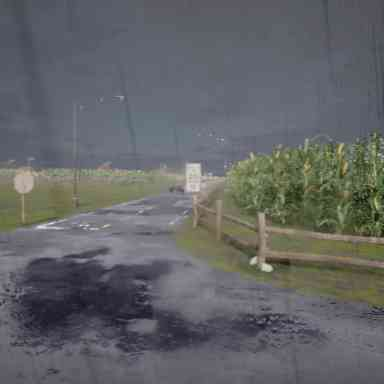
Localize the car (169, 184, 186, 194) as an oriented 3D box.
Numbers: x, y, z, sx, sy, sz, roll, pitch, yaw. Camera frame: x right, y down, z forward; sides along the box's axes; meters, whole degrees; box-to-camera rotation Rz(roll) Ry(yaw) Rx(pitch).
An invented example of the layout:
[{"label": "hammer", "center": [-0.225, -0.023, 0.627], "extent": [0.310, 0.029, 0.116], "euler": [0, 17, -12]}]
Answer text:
[{"label": "car", "center": [-2.010, -0.500, 47.034], "extent": [1.895, 1.301, 4.718], "euler": [1, 2, 6]}]
